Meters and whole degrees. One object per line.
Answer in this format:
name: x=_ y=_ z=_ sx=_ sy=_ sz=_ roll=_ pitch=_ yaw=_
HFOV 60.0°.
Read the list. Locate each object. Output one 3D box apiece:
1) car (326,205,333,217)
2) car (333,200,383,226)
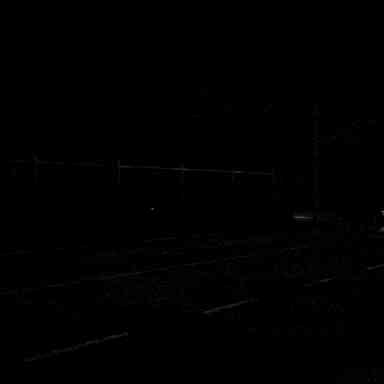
car: x=14.223 y=1.581 z=29.513 sx=1.812 sy=1.442 sz=4.674 roll=0 pitch=0 yaw=-36
car: x=12.670 y=1.393 z=23.578 sx=2.097 sy=1.767 sz=4.553 roll=0 pitch=0 yaw=-18
